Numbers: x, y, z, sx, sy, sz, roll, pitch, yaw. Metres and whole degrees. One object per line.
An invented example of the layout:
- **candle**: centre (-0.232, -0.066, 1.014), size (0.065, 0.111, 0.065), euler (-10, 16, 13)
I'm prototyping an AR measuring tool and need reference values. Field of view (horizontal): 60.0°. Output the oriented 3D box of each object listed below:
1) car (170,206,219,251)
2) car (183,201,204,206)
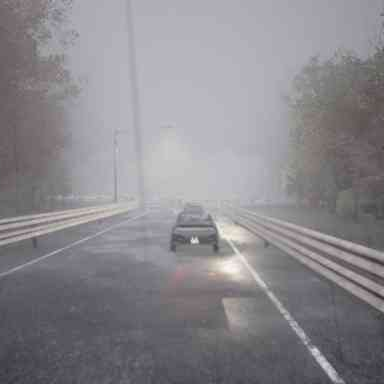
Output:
- **car**: centre (0.099, 1.564, 14.385), size (2.128, 1.511, 4.902), euler (0, 0, 0)
- **car**: centre (0.128, 1.654, 32.997), size (2.128, 1.511, 4.902), euler (0, 0, 1)
